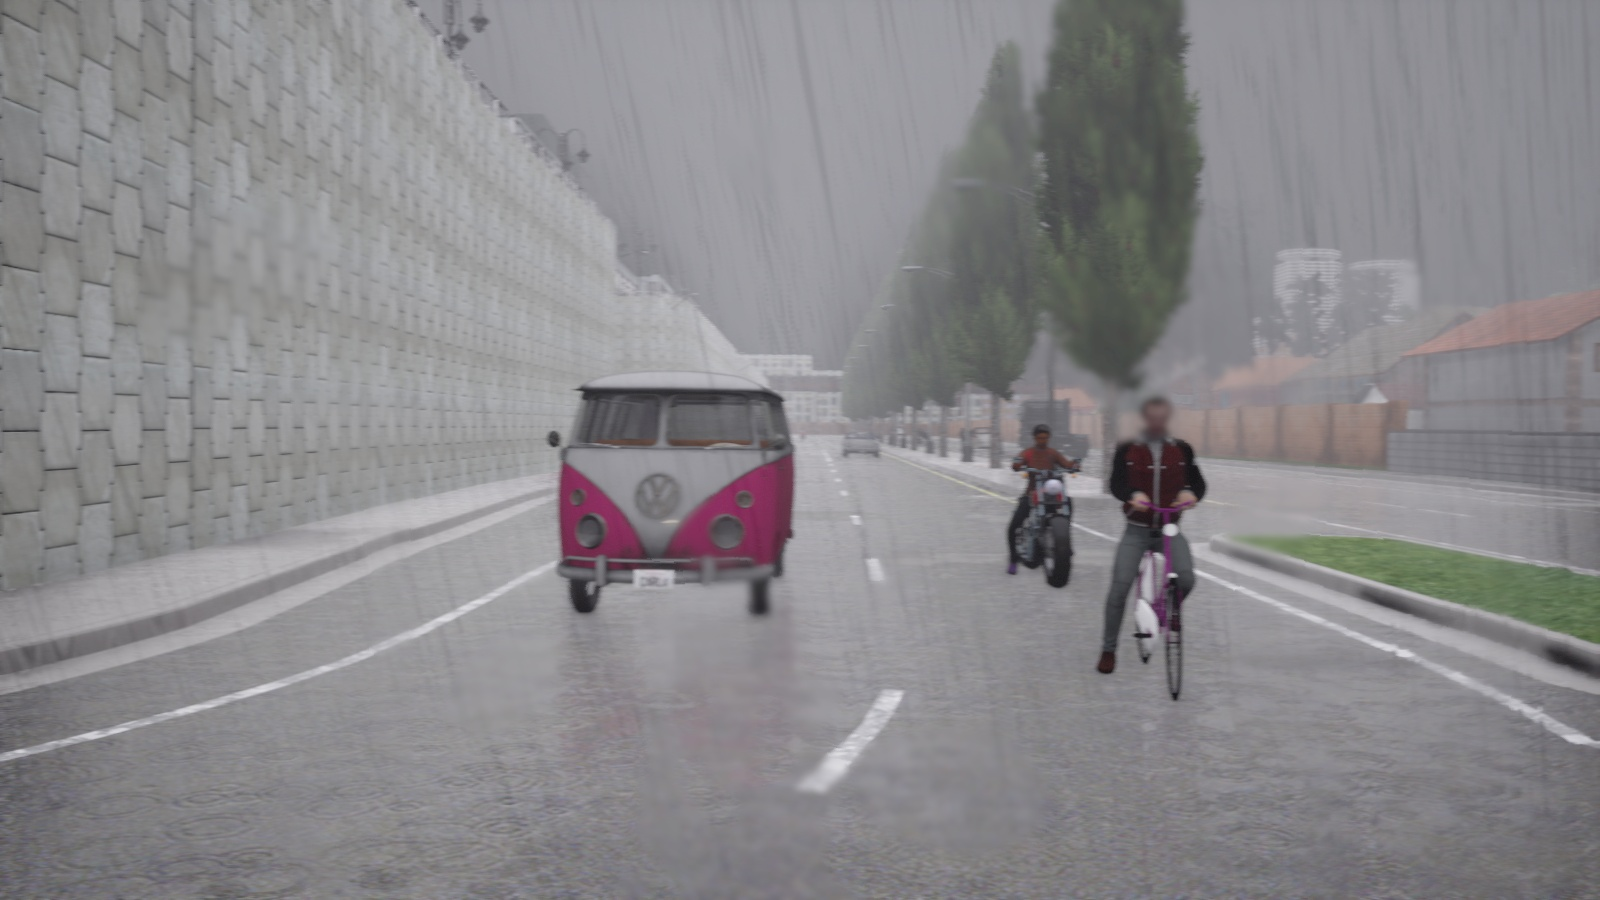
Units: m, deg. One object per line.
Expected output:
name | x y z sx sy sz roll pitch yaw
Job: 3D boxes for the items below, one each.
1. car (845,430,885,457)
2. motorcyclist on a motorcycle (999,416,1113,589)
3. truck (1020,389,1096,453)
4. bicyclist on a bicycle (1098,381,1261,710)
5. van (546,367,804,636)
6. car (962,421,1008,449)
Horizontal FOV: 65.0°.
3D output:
car | 3.307 -0.360 64.946 1.895 1.301 4.718 0 1 1
motorcyclist on a motorcycle | 2.633 0.479 13.165 0.766 1.649 2.350 -1 1 1
truck | 14.883 -1.673 72.986 2.891 3.462 7.936 -1 1 1
bicyclist on a bicycle | 2.270 0.503 7.714 0.659 1.776 1.843 0 1 7
van | -0.923 0.347 11.561 1.775 1.987 4.442 -1 1 2
car | 11.448 -0.969 77.948 2.152 1.651 5.027 -1 1 1
